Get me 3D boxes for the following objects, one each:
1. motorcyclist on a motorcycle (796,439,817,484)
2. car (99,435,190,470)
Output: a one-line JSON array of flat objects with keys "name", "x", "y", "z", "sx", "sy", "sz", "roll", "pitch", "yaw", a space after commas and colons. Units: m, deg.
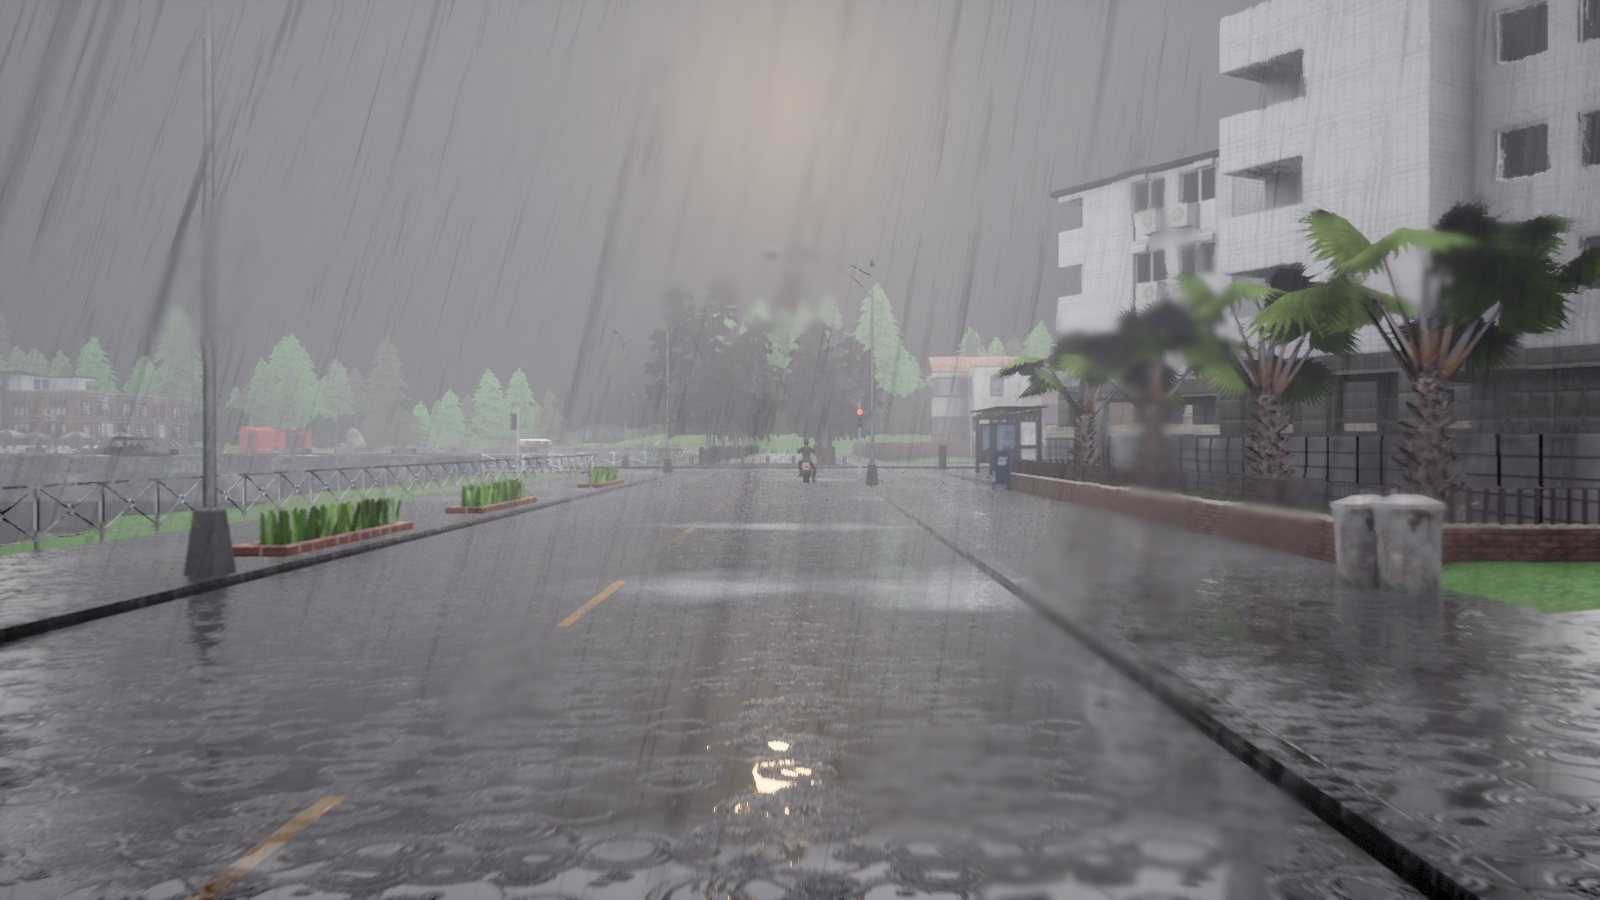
[{"name": "motorcyclist on a motorcycle", "x": 0.253, "y": 0.429, "z": 47.569, "sx": 0.766, "sy": 1.649, "sz": 2.350, "roll": 0, "pitch": 0, "yaw": 1}, {"name": "car", "x": -35.197, "y": 0.133, "z": 67.509, "sx": 3.866, "sy": 1.878, "sz": 1.905, "roll": 0, "pitch": 0, "yaw": 0}]
